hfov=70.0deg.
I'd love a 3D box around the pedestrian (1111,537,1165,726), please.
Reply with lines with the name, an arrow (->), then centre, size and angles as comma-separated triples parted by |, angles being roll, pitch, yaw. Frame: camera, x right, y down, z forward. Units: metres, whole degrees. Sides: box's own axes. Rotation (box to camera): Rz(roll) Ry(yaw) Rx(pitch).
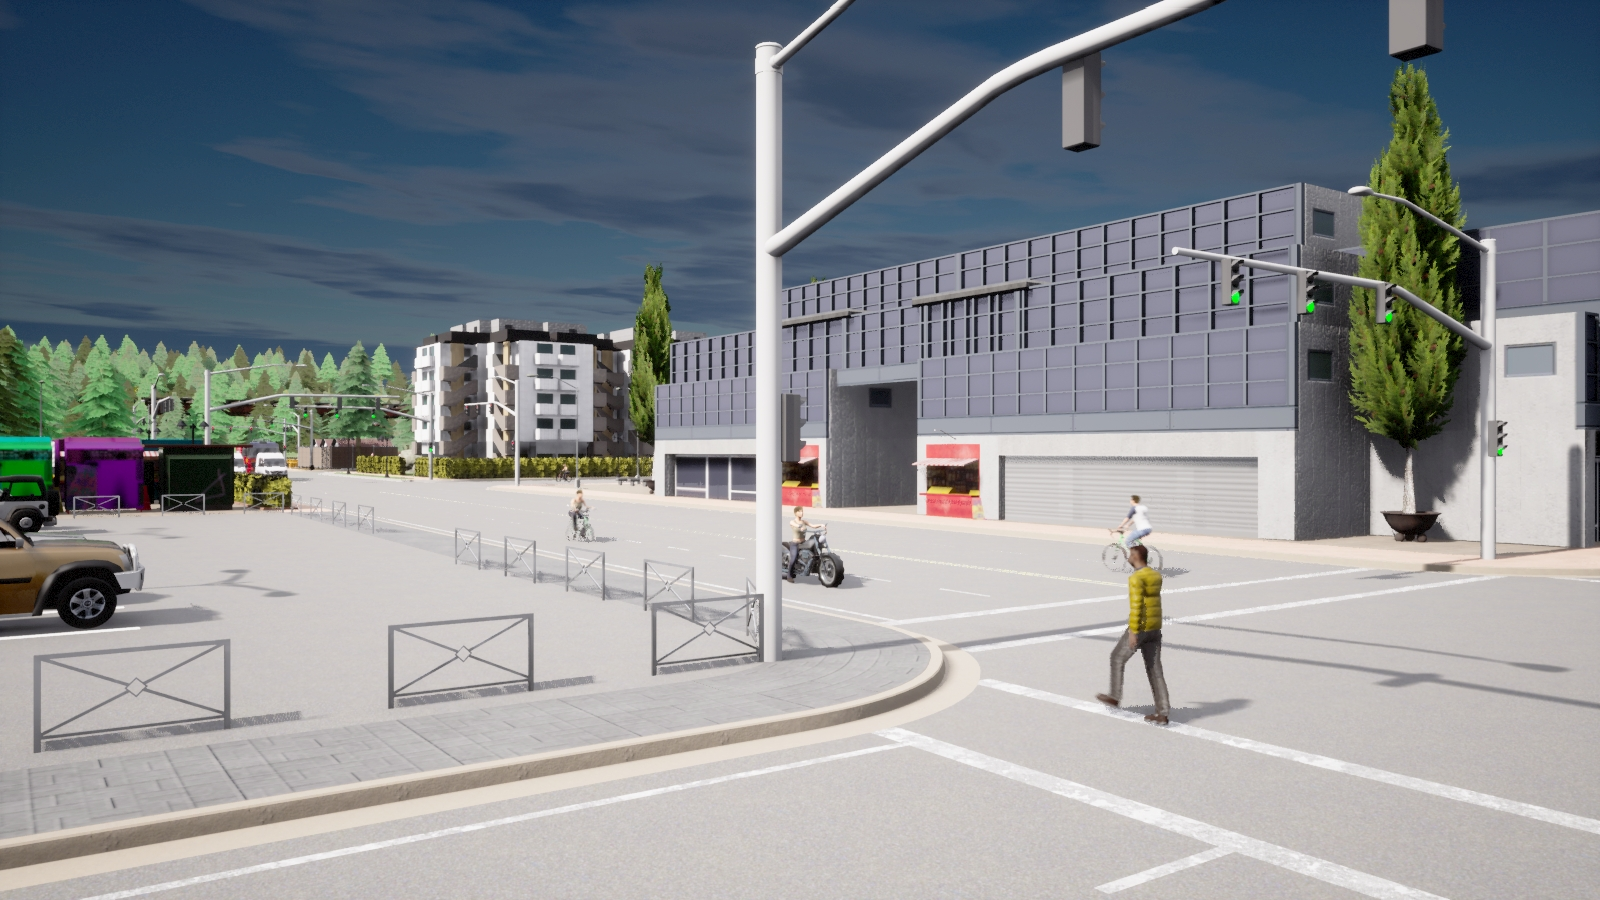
pedestrian -> 3.472, 1.849, 11.745 | 0.375, 1.860, 0.375 | 0, 0, -34

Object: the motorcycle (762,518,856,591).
motorcycle -> 0.165, 2.155, 23.900 | 0.764, 1.307, 2.356 | 0, 0, -34
